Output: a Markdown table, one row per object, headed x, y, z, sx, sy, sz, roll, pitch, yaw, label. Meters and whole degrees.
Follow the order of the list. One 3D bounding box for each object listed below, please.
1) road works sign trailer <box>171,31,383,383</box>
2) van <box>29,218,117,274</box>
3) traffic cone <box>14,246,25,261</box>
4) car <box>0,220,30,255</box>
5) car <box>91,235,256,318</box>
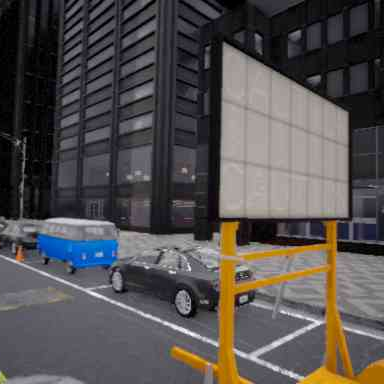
| x | y | z | sx | sy | sz | roll | pitch | yaw | label |
| --- | --- | --- | --- | --- | --- | --- | --- | --- | --- |
| 0.803 | 0.671 | 3.221 | 2.380 | 3.560 | 2.880 | 4 | -4 | -44 | road works sign trailer |
| -4.391 | 1.911 | 12.439 | 1.690 | 1.788 | 3.998 | 4 | -4 | -44 | van |
| -7.065 | 2.525 | 13.655 | 0.340 | 0.580 | 0.340 | 4 | -4 | -44 | traffic cone |
| -8.327 | 2.239 | 16.466 | 2.008 | 1.369 | 4.403 | 4 | -4 | -44 | car |
| -0.465 | 2.002 | 8.390 | 2.008 | 1.369 | 4.403 | 4 | -4 | -44 | car |
